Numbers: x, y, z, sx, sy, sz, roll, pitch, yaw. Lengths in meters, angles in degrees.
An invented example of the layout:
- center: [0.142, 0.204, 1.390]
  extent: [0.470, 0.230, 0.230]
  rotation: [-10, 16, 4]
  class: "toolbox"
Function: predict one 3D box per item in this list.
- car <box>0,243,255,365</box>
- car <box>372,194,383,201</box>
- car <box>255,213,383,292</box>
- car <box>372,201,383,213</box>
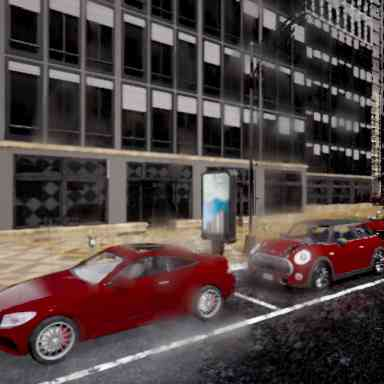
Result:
- center: [-1.097, 1.595, 5.780]
  extent: [4.206, 1.307, 1.802]
  rotation: [0, 0, -35]
  class: "car"
- center: [29.577, 1.155, 54.285]
  extent: [2.192, 1.841, 5.009]
  rotation: [2, 0, -36]
  class: "car"
- center: [3.422, 1.483, 9.004]
  extent: [4.097, 1.590, 1.967]
  rotation: [0, 0, -35]
  class: "car"
- center: [7.942, 1.388, 12.228]
  extent: [5.009, 1.841, 2.192]
  rotation: [0, 0, -35]
  class: "car"
